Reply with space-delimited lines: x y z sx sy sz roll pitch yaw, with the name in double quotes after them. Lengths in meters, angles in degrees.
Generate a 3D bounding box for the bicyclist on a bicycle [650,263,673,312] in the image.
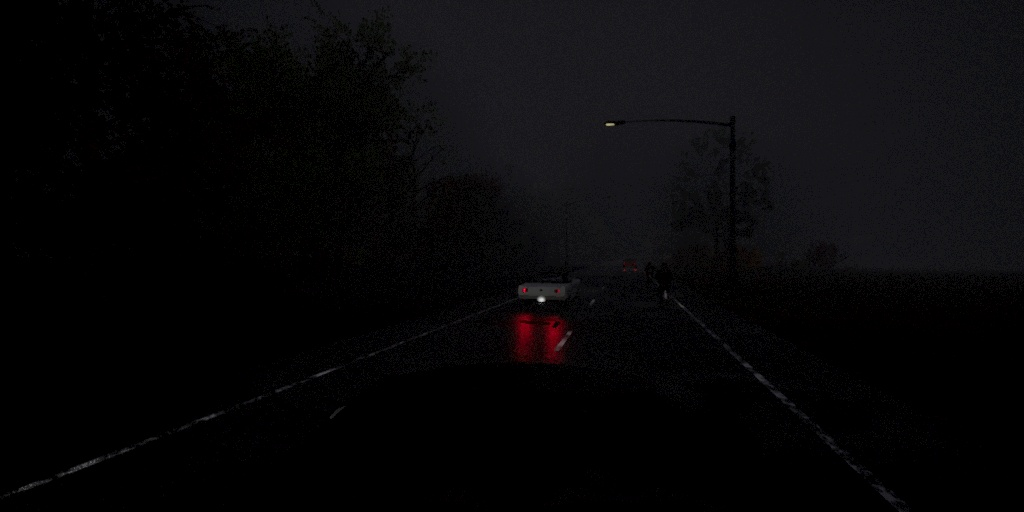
5.631 1.119 13.318 0.659 1.776 1.843 0 0 18 "bicyclist on a bicycle"

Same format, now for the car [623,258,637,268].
19.282 1.096 58.754 2.097 1.767 4.553 0 0 18 "car"

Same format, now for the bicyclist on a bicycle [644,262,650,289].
8.313 1.199 21.687 0.582 1.620 1.656 0 0 18 "bicyclist on a bicycle"

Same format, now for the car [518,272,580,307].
1.803 1.348 15.681 1.895 1.301 4.718 0 0 18 "car"
